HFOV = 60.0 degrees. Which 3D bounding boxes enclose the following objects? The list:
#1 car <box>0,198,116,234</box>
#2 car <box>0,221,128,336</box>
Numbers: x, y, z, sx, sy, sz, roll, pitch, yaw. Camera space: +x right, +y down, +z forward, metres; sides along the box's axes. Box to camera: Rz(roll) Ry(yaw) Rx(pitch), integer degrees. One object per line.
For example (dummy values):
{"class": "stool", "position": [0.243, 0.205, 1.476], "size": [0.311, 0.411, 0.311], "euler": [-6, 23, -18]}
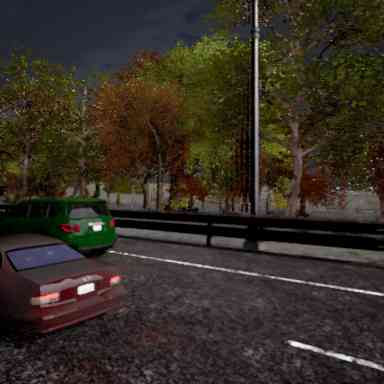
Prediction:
{"class": "car", "position": [-5.145, 1.217, 11.982], "size": [5.566, 2.045, 2.150], "euler": [0, 0, 36]}
{"class": "car", "position": [-3.682, 1.543, 6.623], "size": [5.357, 1.411, 2.033], "euler": [0, 0, 36]}
